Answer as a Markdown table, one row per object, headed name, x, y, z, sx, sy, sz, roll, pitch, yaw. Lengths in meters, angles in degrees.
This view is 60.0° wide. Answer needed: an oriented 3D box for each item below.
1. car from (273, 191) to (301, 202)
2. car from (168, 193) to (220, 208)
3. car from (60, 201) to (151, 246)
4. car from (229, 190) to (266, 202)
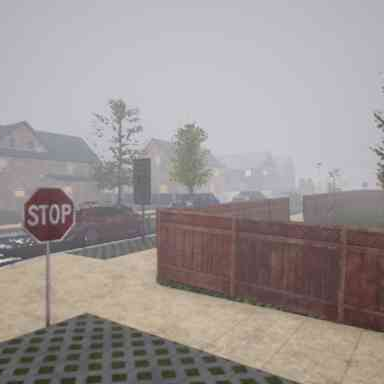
| name | x | y | z | sx | sy | sz | roll | pitch | yaw |
| --- | --- | --- | --- | --- | --- | --- | --- | --- | --- |
| car | 11.514 | 0.595 | 40.170 | 2.033 | 1.411 | 5.357 | -1 | 1 | 36 |
| car | 0.203 | 0.860 | 24.492 | 2.097 | 1.767 | 4.553 | -1 | 1 | 36 |
| car | -3.742 | 1.264 | 13.940 | 1.812 | 1.442 | 4.674 | -1 | 1 | 36 |
| car | 5.324 | 0.651 | 31.611 | 2.097 | 1.767 | 4.553 | -1 | 1 | 36 |
